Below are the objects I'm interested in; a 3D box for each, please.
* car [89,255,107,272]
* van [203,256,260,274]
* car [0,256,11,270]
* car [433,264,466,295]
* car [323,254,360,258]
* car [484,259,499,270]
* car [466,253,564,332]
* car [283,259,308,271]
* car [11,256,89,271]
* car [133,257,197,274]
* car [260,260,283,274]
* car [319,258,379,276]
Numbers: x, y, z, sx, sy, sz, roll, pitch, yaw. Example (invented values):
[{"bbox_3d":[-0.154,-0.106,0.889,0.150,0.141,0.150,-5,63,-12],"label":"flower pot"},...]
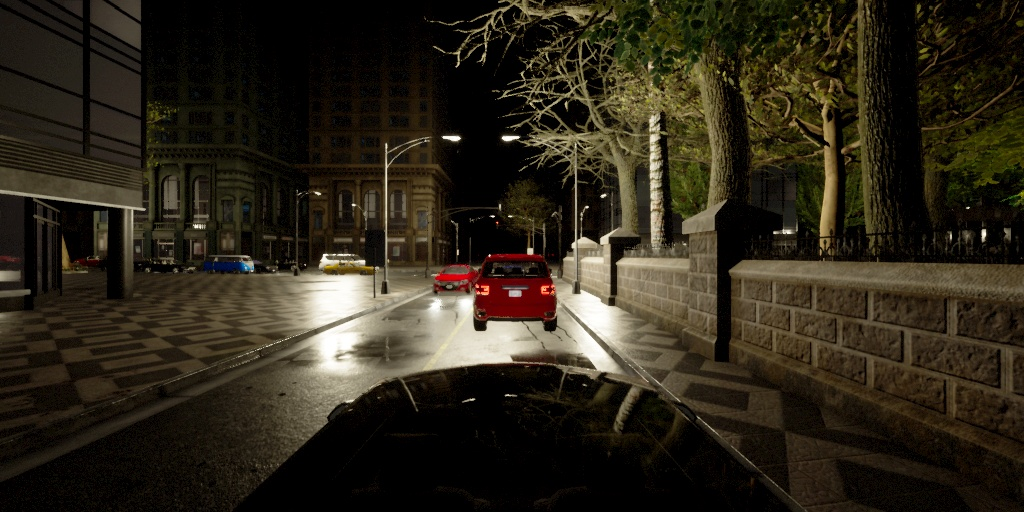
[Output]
[{"bbox_3d":[-38.775,0.828,36.201,4.902,1.511,2.128,1,0,1],"label":"car"},{"bbox_3d":[-26.352,0.840,33.446,3.998,1.789,1.690,0,0,0],"label":"van"},{"bbox_3d":[-48.827,0.742,33.577,4.403,1.370,2.007,0,0,0],"label":"car"},{"bbox_3d":[-3.034,1.227,20.073,1.882,1.535,5.008,0,0,1],"label":"car"},{"bbox_3d":[-16.372,0.830,36.053,5.566,2.045,2.150,1,0,1],"label":"car"},{"bbox_3d":[-3.119,1.221,54.058,2.033,1.411,5.357,0,0,-4],"label":"car"},{"bbox_3d":[0.099,0.971,11.067,2.150,2.045,5.566,0,0,0],"label":"car"},{"bbox_3d":[-26.312,1.065,41.972,4.313,1.339,1.948,0,0,0],"label":"car"},{"bbox_3d":[-43.040,0.799,33.544,4.829,1.417,1.751,0,0,0],"label":"car"},{"bbox_3d":[-31.970,0.980,33.479,4.403,1.370,2.007,0,0,0],"label":"car"},{"bbox_3d":[-26.606,1.043,36.114,5.357,1.411,2.033,1,0,1],"label":"car"},{"bbox_3d":[-14.941,1.146,33.380,4.829,1.417,1.751,0,0,0],"label":"car"}]
